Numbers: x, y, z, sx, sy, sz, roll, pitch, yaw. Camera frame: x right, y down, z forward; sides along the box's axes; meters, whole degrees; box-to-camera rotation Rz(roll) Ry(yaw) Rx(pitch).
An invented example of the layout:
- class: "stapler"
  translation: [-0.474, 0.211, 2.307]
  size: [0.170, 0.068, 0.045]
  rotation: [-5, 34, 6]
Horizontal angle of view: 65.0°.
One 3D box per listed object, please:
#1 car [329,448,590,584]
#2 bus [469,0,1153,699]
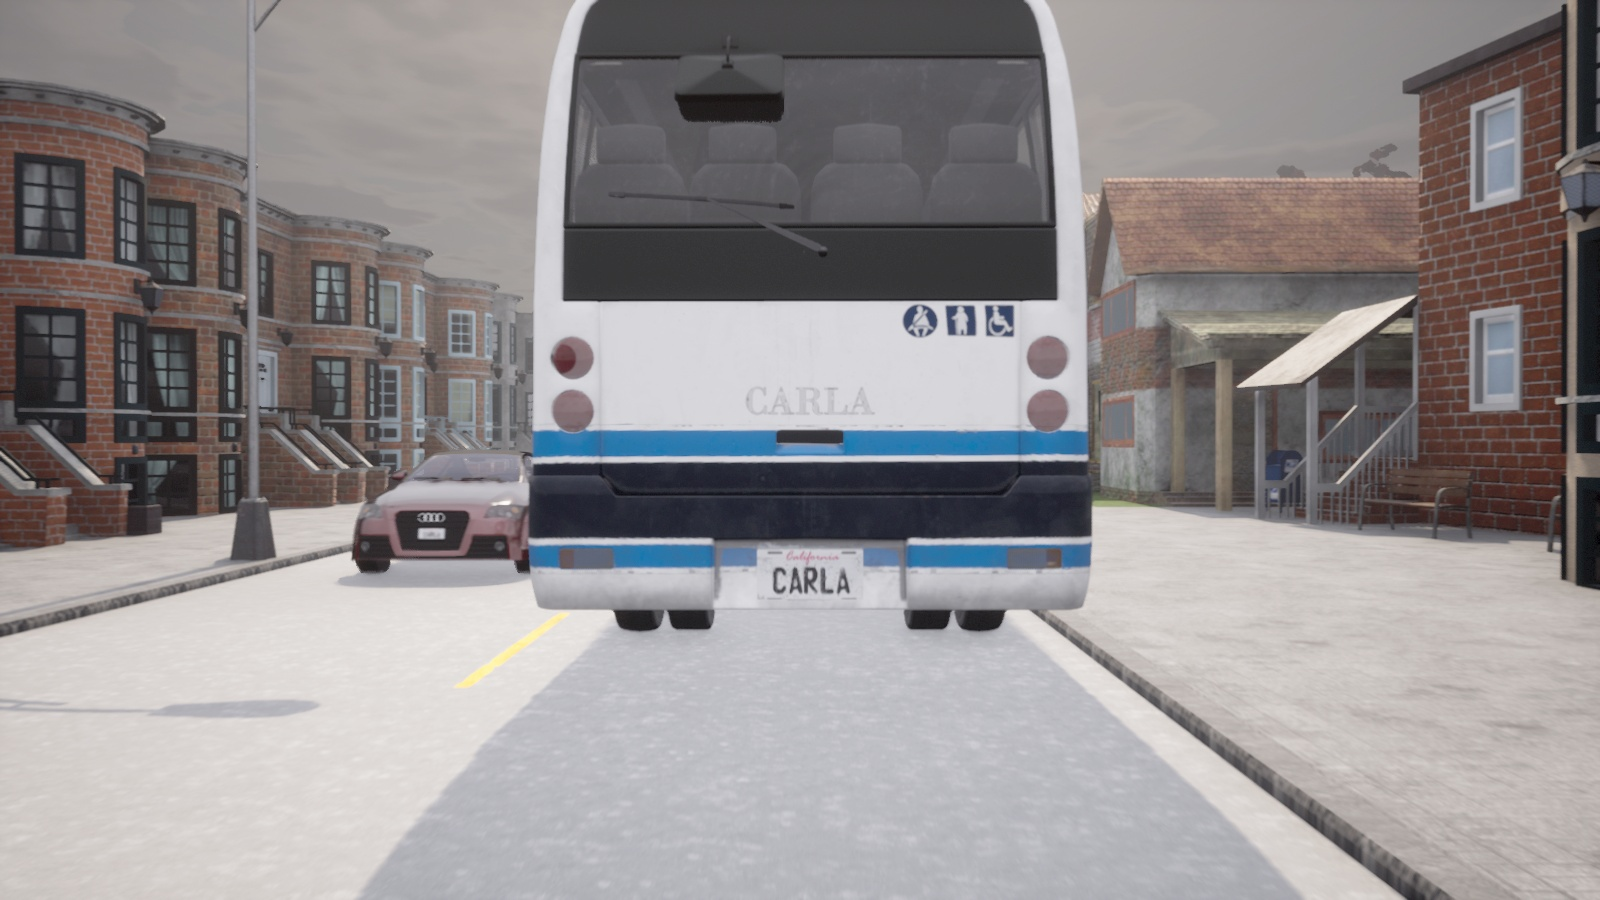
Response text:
- class: "car"
  translation: [-3.898, 0.685, 15.175]
  size: [1.994, 1.385, 4.181]
  rotation: [0, 0, 0]
- class: "bus"
  translation: [0.087, -0.729, 12.389]
  size: [3.944, 4.253, 10.273]
  rotation: [0, 0, 0]
